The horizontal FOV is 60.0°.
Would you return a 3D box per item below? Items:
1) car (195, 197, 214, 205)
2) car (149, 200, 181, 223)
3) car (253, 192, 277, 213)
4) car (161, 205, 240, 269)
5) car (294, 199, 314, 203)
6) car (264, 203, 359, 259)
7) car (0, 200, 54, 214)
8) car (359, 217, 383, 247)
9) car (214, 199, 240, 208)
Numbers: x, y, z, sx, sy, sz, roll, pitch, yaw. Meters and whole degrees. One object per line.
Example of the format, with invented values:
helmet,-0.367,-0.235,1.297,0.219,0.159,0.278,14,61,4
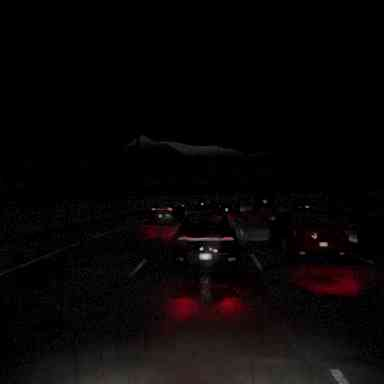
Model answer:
car,1.646,1.282,39.165,1.994,1.385,4.181,0,1,15
car,-1.650,1.323,23.583,2.128,1.511,4.902,0,0,8
car,7.303,0.971,33.251,2.150,2.045,5.566,0,0,13
car,0.477,1.412,10.903,2.128,1.511,4.902,0,0,3
car,10.215,1.313,30.317,2.033,1.411,5.357,0,0,13
car,4.081,1.382,12.329,1.882,1.535,5.008,0,0,4
car,-12.270,1.334,24.828,2.128,1.511,4.902,0,0,9
car,7.530,1.430,11.578,1.812,1.442,4.674,0,0,4
car,3.745,1.356,33.334,1.895,1.301,4.718,0,0,13
